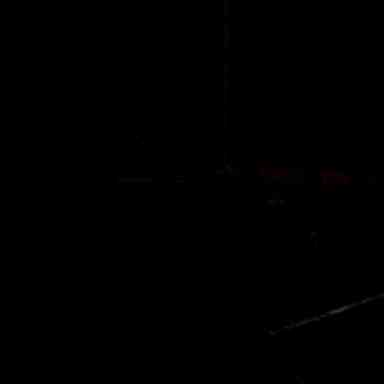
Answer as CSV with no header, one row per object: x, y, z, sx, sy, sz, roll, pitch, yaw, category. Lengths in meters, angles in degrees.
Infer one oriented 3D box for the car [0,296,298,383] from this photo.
-1.192,1.535,1.995,4.313,1.339,1.947,0,1,-34,car
